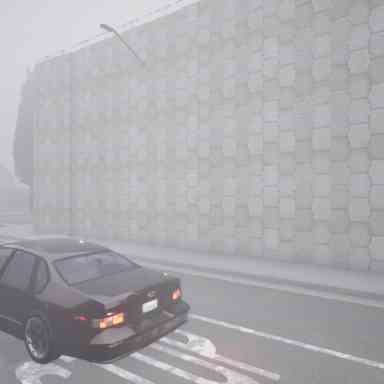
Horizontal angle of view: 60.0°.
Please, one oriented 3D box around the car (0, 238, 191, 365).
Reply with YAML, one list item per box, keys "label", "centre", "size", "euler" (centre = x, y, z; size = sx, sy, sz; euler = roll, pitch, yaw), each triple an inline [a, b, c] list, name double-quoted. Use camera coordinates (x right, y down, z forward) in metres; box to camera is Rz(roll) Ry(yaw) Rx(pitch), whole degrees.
- label: "car"
  centre: [-2.602, 1.549, 5.834]
  size: [5.357, 1.411, 2.033]
  euler: [0, 0, 35]
